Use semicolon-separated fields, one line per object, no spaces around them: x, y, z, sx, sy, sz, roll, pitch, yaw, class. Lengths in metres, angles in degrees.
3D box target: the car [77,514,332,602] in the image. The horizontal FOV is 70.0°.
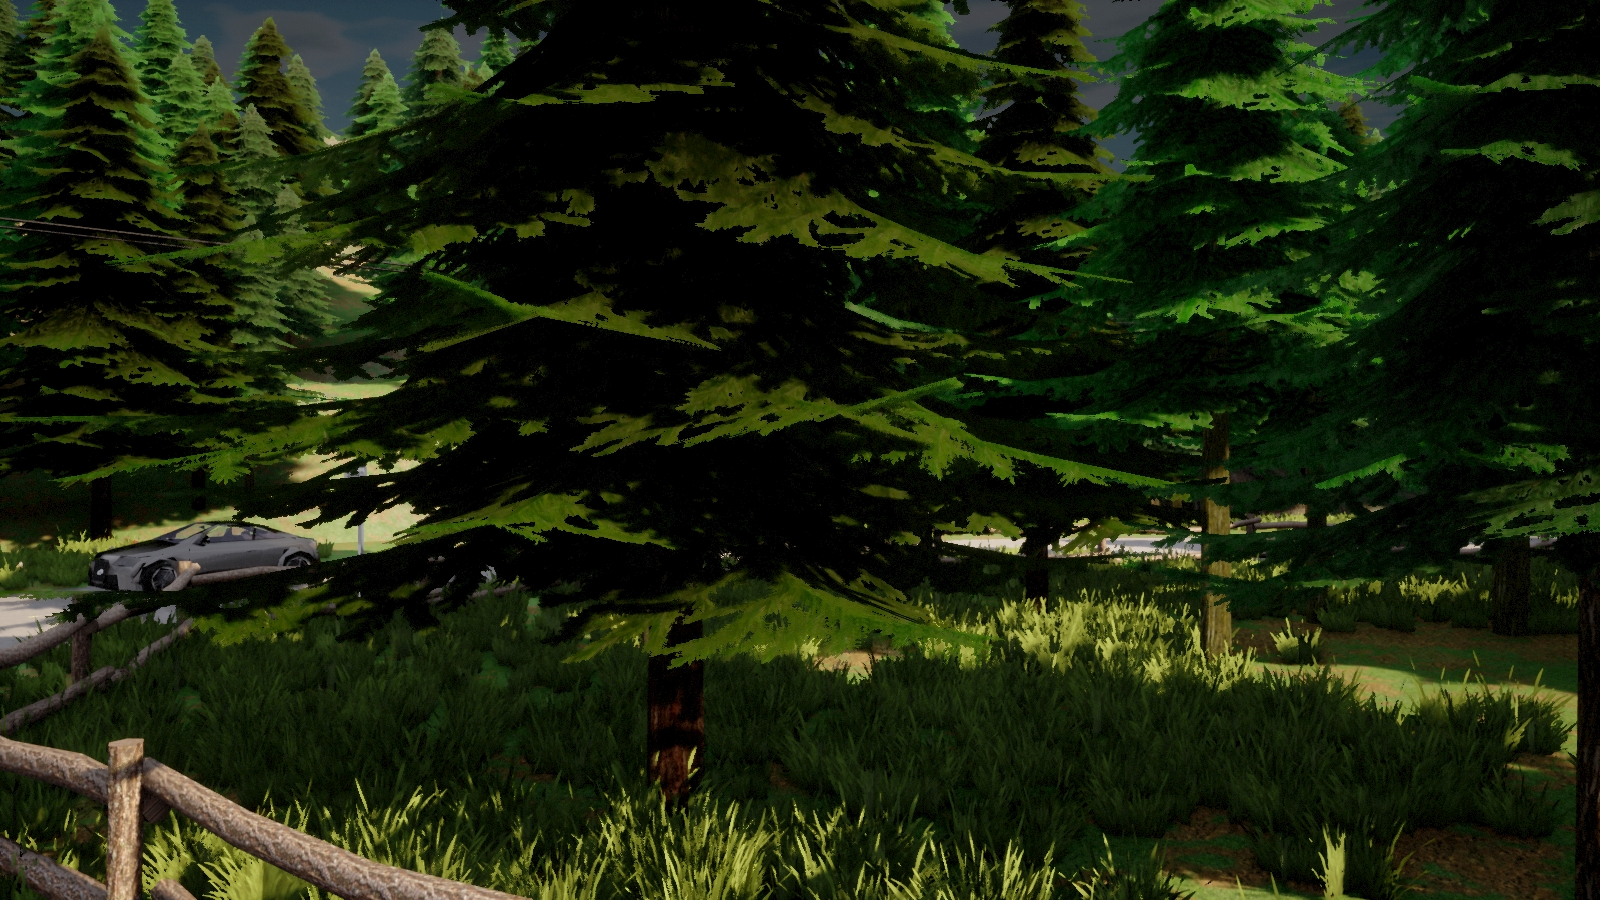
-12.055;2.119;23.321;1.994;1.385;4.181;0;0;41;car
